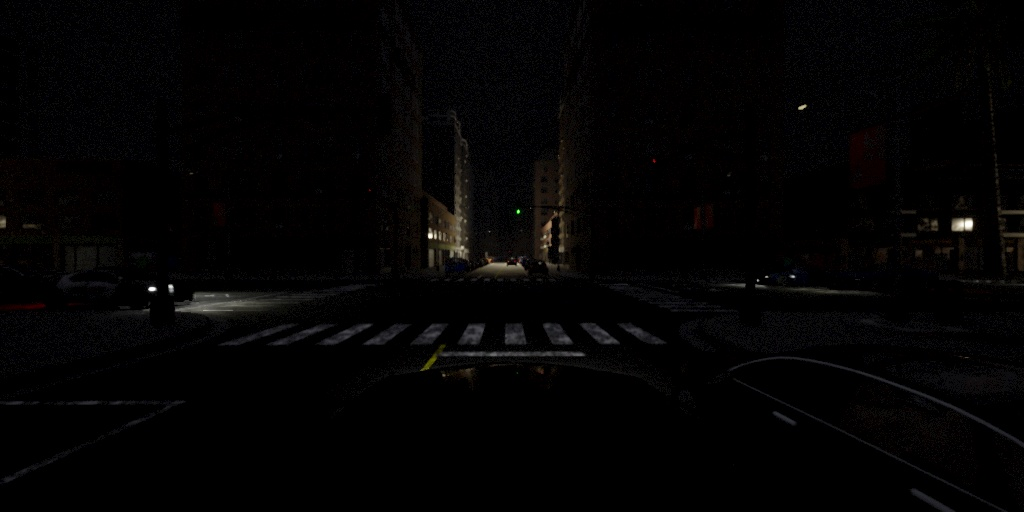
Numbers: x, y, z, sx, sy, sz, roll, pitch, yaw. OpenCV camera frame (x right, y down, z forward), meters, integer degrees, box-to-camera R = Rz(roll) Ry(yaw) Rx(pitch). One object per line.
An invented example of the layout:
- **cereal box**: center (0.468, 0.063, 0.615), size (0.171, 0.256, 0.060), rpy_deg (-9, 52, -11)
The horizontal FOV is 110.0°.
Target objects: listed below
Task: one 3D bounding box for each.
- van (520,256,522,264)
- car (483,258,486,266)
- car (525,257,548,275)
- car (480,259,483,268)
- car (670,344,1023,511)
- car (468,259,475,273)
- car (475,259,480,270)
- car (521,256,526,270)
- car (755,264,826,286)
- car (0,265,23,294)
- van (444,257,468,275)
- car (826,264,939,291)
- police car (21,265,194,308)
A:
- **van**: center (2.644, 1.007, 59.777), size (1.690, 1.789, 3.998), rpy_deg (0, 0, 0)
- **car**: center (-5.881, 1.231, 59.770), size (1.948, 1.339, 4.313), rpy_deg (0, 0, 0)
- **car**: center (2.650, 1.139, 37.100), size (1.967, 1.591, 4.097), rpy_deg (0, 0, 0)
- **car**: center (-5.880, 1.256, 54.101), size (1.802, 1.307, 4.207), rpy_deg (0, 0, 0)
- **car**: center (2.668, 1.299, 2.450), size (2.007, 1.370, 4.403), rpy_deg (0, 0, 0)
- **car**: center (-5.877, 1.131, 42.764), size (1.967, 1.591, 4.097), rpy_deg (0, 0, 0)
- **car**: center (-5.878, 1.249, 48.433), size (1.948, 1.339, 4.313), rpy_deg (0, 0, 0)
- **car**: center (2.647, 1.123, 48.438), size (1.967, 1.591, 4.097), rpy_deg (0, 0, 0)
- **car**: center (19.452, 1.288, 24.541), size (5.357, 1.411, 2.033), rpy_deg (0, 0, -1)
- **car**: center (-23.669, 1.180, 17.411), size (4.902, 1.511, 2.128), rpy_deg (0, 0, 0)
- **van**: center (-5.876, 1.039, 37.096), size (1.690, 1.789, 3.998), rpy_deg (0, 0, 0)
- **car**: center (22.151, 1.232, 21.316), size (5.008, 1.535, 1.882), rpy_deg (0, 0, -1)
- **police car**: center (-15.653, 1.220, 14.338), size (4.974, 1.542, 2.038), rpy_deg (0, 0, -1)
